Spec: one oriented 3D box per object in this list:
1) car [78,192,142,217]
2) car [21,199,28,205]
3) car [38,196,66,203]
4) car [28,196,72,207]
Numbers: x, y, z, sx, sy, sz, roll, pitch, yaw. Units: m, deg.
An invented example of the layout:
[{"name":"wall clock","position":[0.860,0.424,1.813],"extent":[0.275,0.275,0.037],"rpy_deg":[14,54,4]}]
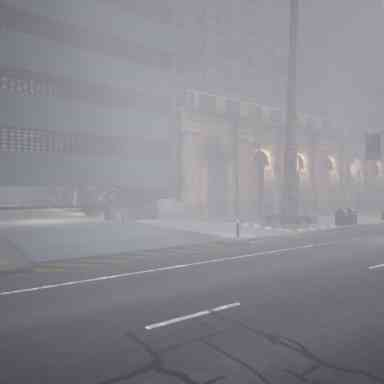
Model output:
[{"name":"car","position":[-7.097,1.029,29.324],"extent":[5.566,2.045,2.435],"rpy_deg":[0,0,-36]},{"name":"car","position":[-24.934,1.413,53.572],"extent":[4.786,1.482,2.161],"rpy_deg":[0,0,-36]},{"name":"car","position":[-30.801,1.540,73.112],"extent":[5.357,1.411,2.033],"rpy_deg":[0,0,-35]},{"name":"car","position":[-18.528,1.463,43.891],"extent":[4.718,1.301,1.895],"rpy_deg":[0,0,-36]}]
